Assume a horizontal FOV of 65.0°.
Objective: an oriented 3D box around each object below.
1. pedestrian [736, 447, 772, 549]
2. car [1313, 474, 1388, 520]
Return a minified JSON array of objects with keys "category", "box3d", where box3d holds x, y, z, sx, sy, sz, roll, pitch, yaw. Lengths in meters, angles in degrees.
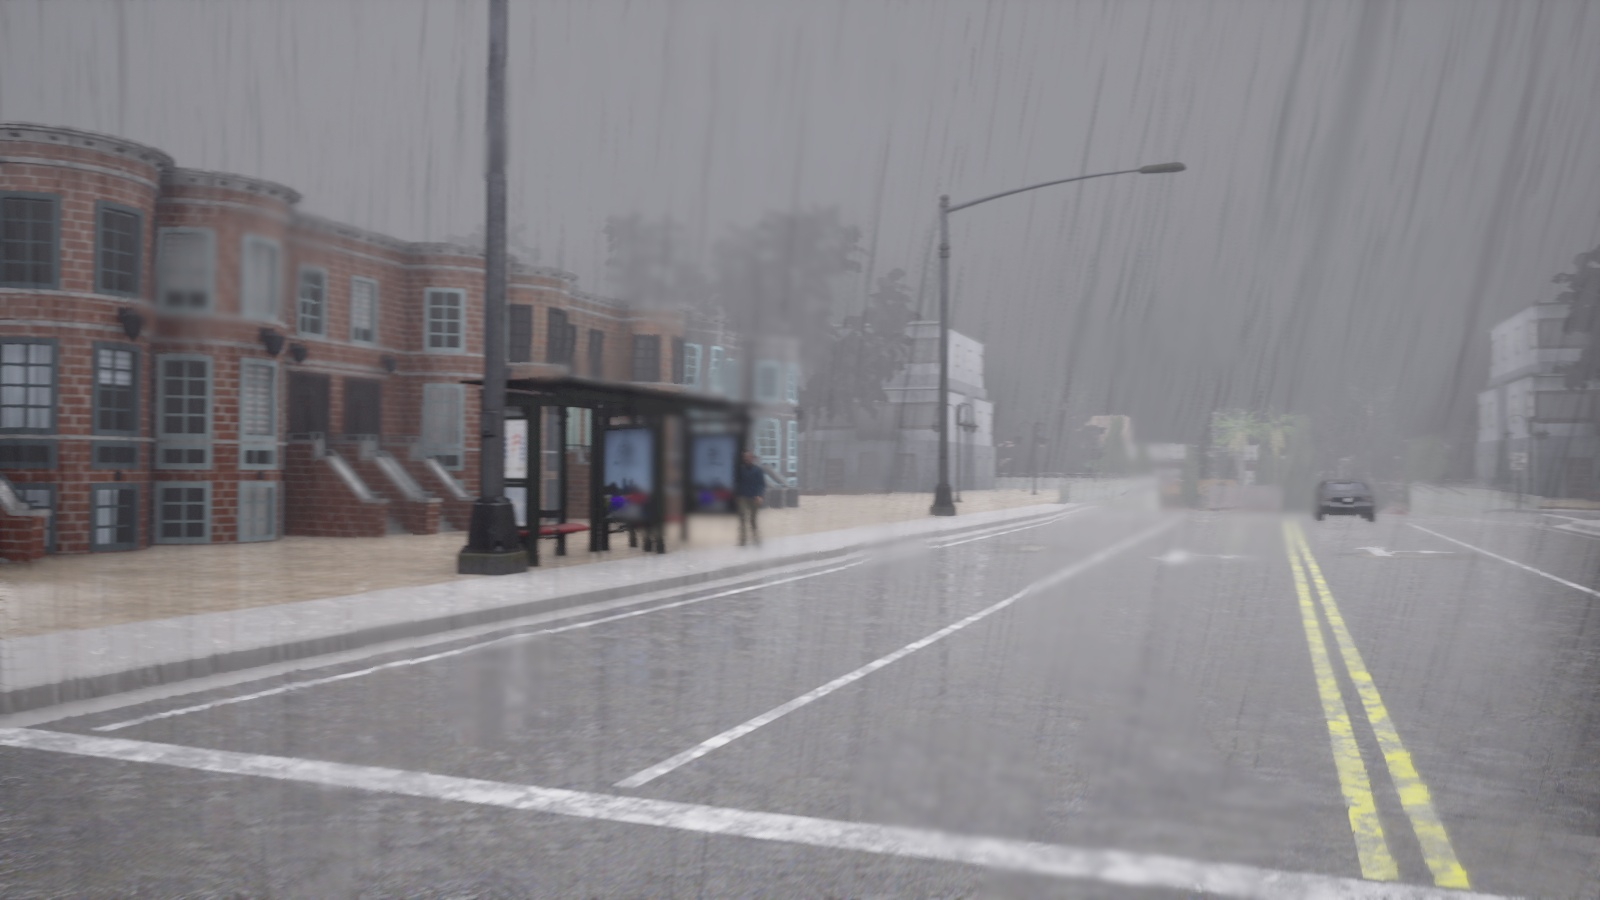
[{"category":"pedestrian","box3d":[-0.836,0.865,22.887,0.402,1.842,0.726,0,-1,19]},{"category":"car","box3d":[18.530,1.543,42.485,2.033,1.411,5.357,0,-1,21]}]
